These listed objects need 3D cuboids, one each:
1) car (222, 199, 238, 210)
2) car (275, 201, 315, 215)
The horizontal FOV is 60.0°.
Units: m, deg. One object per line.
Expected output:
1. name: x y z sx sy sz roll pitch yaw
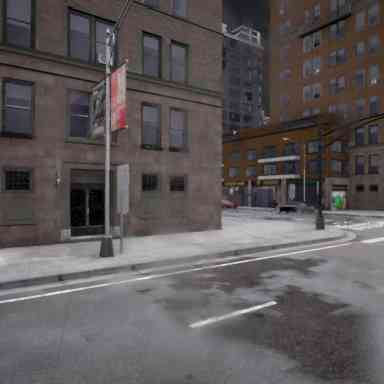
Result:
1. car: 4.190 1.594 43.285 1.802 1.307 4.206 0 0 -35
2. car: 10.548 1.580 34.281 1.947 1.339 4.313 0 0 -35
